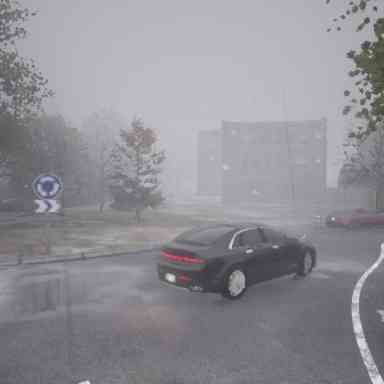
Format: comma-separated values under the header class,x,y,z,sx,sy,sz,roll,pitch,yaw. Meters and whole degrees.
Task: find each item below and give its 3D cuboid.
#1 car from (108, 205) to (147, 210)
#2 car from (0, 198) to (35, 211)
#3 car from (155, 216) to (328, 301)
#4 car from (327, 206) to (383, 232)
class,x,y,z,sx,sy,sz,roll,pitch,yaw
car,-8.013,1.646,41.507,4.718,1.301,1.895,0,0,19
car,-21.413,1.537,39.899,4.892,1.490,1.837,1,-1,-27
car,1.348,1.505,8.476,4.892,1.490,1.837,0,0,-42
car,10.233,1.555,20.008,4.181,1.385,1.994,0,0,-15
